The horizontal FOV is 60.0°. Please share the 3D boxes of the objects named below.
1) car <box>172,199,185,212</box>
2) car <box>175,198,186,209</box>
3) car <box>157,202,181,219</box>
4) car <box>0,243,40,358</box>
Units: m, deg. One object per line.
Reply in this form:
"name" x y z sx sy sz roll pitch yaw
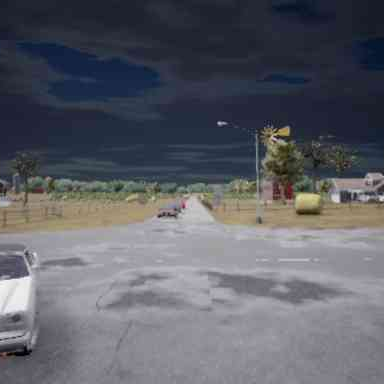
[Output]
"car" -2.394 2.126 45.922 1.837 1.490 4.892 0 -1 1
"car" -2.281 2.036 58.905 2.150 2.045 5.566 0 -1 1
"car" -2.457 2.018 34.175 1.994 1.385 4.181 0 -1 0
"car" -3.719 1.672 5.816 1.895 1.301 4.718 0 -1 -24
